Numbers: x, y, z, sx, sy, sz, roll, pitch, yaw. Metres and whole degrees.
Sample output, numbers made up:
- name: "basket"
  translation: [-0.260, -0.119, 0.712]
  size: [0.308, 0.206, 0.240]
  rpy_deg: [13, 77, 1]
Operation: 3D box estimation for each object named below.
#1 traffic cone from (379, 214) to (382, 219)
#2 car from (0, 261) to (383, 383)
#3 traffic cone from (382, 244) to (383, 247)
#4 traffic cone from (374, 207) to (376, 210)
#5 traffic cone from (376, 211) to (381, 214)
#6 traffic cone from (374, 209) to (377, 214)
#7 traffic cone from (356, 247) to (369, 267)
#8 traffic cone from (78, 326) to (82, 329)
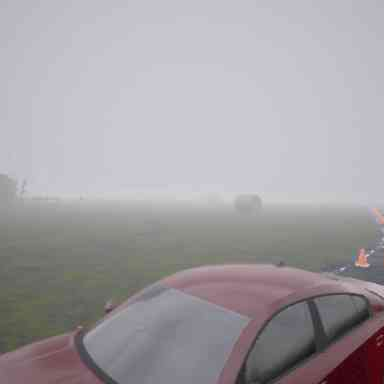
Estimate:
- name: "traffic cone"
  translation: [15.630, 2.240, 27.193]
  size: [0.340, 0.580, 0.340]
  rpy_deg: [0, 0, 27]
- name: "car"
  translation: [0.307, 1.498, 3.033]
  size: [5.008, 1.535, 1.882]
  rpy_deg: [1, 0, -40]
- name: "traffic cone"
  translation: [8.449, 2.110, 14.453]
  size: [0.340, 0.580, 0.340]
  rpy_deg: [0, 0, 36]
- name: "traffic cone"
  translation: [22.509, 2.364, 40.522]
  size: [0.340, 0.580, 0.340]
  rpy_deg: [0, 0, 27]
- name: "traffic cone"
  translation: [17.923, 2.282, 31.636]
  size: [0.340, 0.580, 0.340]
  rpy_deg: [0, 0, 27]
- name: "traffic cone"
  translation: [20.216, 2.324, 36.079]
  size: [0.340, 0.580, 0.340]
  rpy_deg: [0, 0, 27]
- name: "traffic cone"
  translation: [5.495, 2.064, 10.710]
  size: [0.340, 0.580, 0.340]
  rpy_deg: [0, 0, 41]
- name: "traffic cone"
  translation: [-1.388, 1.967, 4.126]
  size: [0.340, 0.580, 0.340]
  rpy_deg: [1, 0, -38]
